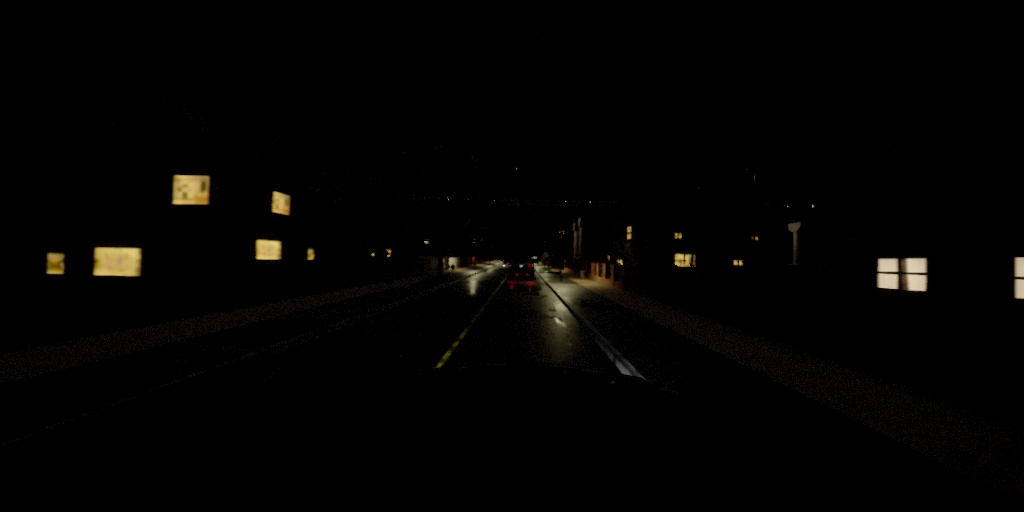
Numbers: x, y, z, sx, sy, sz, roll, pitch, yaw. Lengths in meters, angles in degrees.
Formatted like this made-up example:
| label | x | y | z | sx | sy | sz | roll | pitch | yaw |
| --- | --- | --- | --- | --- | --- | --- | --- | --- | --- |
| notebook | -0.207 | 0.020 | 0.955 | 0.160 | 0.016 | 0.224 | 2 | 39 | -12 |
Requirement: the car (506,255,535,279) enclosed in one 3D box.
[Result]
| label | x | y | z | sx | sy | sz | roll | pitch | yaw |
| --- | --- | --- | --- | --- | --- | --- | --- | --- | --- |
| car | 0.921 | 0.959 | 32.890 | 2.150 | 2.045 | 5.566 | 1 | 0 | 3 |
